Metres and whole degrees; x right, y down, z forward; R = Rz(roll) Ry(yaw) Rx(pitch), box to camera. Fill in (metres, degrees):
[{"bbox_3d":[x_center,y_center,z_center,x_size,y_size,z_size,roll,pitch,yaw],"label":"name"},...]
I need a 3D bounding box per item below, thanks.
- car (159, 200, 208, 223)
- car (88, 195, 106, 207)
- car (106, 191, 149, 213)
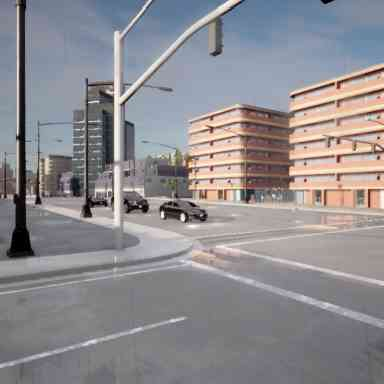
[{"bbox_3d":[-0.719,1.373,24.830,1.837,1.490,4.892,0,1,-34],"label":"car"},{"bbox_3d":[-11.945,1.111,41.288,1.994,1.385,4.181,0,1,-34],"label":"car"},{"bbox_3d":[-6.281,0.945,32.984,2.150,2.045,5.566,0,1,-34],"label":"car"}]
